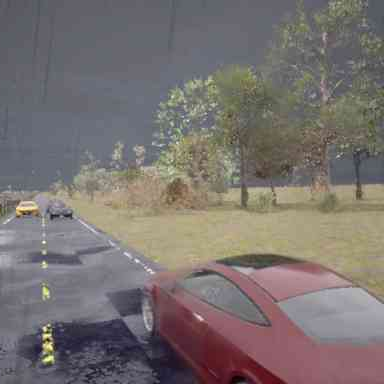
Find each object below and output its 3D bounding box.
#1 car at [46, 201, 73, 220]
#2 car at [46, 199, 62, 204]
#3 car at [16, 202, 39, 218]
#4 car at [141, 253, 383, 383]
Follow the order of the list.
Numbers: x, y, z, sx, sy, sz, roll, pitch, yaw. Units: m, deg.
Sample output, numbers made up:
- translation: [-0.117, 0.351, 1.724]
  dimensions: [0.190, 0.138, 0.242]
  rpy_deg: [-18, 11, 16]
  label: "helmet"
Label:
- translation: [-12.006, 1.786, 30.365]
  dimensions: [1.895, 1.301, 4.718]
  rpy_deg: [-1, 0, -24]
  label: "car"
- translation: [-16.588, 1.599, 40.366]
  dimensions: [2.097, 1.767, 4.553]
  rpy_deg: [-1, 0, -24]
  label: "car"
- translation: [-16.585, 1.727, 33.636]
  dimensions: [1.882, 1.535, 5.008]
  rpy_deg: [-1, 0, -24]
  label: "car"
- translation: [0.745, 1.515, 4.195]
  dimensions: [1.812, 1.442, 4.674]
  rpy_deg: [-1, 0, -24]
  label: "car"
